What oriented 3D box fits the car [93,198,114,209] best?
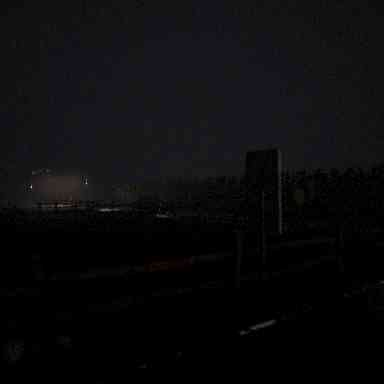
[{"bbox_3d":[-12.881,1.578,48.146,1.882,1.535,5.008,-1,0,-35],"label":"car"}]

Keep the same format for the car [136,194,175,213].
[{"bbox_3d":[-3.990,1.265,35.623,2.150,2.045,5.566,-1,1,-35],"label":"car"}]
